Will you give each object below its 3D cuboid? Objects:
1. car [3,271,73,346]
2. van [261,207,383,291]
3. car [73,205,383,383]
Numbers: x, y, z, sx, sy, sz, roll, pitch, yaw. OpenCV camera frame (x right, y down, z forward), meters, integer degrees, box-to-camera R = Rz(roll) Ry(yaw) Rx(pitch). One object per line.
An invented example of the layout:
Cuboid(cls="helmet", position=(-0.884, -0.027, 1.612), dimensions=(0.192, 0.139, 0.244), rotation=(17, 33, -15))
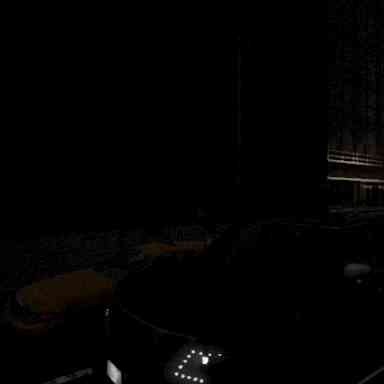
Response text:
Cuboid(cls="car", position=(-0.698, 1.541, 6.156), dimensions=(4.829, 1.417, 1.752), rotation=(0, 0, -36))
Cuboid(cls="van", position=(4.001, 1.387, 9.521), dimensions=(3.998, 1.788, 1.690), rotation=(0, 0, -36))
Cuboid(cls="car", position=(1.570, 1.241, 4.507), dimensions=(5.566, 2.045, 2.150), rotation=(0, 0, -36))
